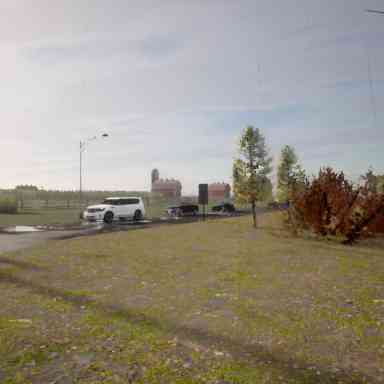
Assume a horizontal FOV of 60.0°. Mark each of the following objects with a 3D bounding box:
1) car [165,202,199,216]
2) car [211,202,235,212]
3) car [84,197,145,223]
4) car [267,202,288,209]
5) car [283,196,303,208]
[{"bbox_3d":[-1.057,1.817,36.690,2.128,1.511,4.902,-1,-1,32],"label":"car"},{"bbox_3d":[4.283,1.986,45.205,1.994,1.385,4.181,-1,-1,32],"label":"car"},{"bbox_3d":[-6.390,1.452,28.174,2.150,2.045,5.566,-1,-1,34],"label":"car"},{"bbox_3d":[13.531,1.965,53.126,1.837,1.490,4.892,-1,-1,32],"label":"car"},{"bbox_3d":[18.765,1.783,61.649,2.150,2.045,5.566,-1,-1,32],"label":"car"}]
